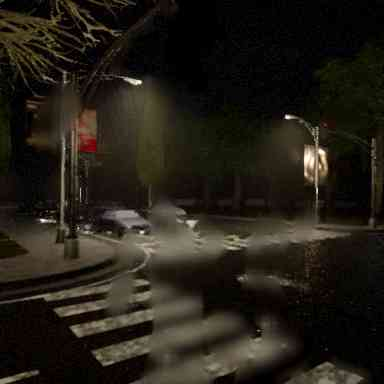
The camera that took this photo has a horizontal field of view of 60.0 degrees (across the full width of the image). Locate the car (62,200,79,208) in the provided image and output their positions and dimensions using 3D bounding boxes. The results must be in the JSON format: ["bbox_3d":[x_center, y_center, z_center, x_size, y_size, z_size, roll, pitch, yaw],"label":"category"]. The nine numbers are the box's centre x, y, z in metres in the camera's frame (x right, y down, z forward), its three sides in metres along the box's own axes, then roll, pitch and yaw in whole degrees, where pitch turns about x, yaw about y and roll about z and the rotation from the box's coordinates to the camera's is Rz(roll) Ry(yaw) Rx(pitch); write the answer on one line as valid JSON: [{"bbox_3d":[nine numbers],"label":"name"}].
[{"bbox_3d":[-22.565,2.168,61.669,1.812,1.442,4.674,1,-1,-35],"label":"car"}]

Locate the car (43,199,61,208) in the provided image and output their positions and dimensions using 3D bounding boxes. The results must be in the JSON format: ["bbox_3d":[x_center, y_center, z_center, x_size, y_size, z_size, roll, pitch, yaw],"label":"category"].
[{"bbox_3d":[-25.224,2.099,59.816,1.837,1.490,4.892,1,-1,-36],"label":"car"}]

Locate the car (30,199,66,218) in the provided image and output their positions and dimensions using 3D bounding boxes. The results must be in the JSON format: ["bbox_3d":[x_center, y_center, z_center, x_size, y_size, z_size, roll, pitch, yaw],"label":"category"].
[{"bbox_3d":[-14.739,1.771,33.935,1.837,1.490,4.892,1,-1,-36],"label":"car"}]

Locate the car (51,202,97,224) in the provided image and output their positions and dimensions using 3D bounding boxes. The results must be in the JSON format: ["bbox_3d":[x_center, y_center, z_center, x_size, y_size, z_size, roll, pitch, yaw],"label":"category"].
[{"bbox_3d":[-9.548,1.778,26.763,1.994,1.385,4.181,1,-1,-36],"label":"car"}]

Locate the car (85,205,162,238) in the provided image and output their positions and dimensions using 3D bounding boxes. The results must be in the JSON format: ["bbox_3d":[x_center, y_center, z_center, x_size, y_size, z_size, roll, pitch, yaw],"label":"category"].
[{"bbox_3d":[-4.127,1.712,19.279,2.033,1.411,5.357,1,-1,-36],"label":"car"}]

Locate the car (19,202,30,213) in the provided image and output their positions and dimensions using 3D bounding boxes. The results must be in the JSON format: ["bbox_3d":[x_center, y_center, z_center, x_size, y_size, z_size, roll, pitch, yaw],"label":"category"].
[{"bbox_3d":[-20.596,1.901,42.071,1.994,1.385,4.181,1,-1,-35],"label":"car"}]

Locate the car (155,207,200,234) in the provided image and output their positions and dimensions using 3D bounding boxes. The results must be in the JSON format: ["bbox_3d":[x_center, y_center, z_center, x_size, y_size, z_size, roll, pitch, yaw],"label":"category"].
[{"bbox_3d":[-1.449,1.705,21.144,2.128,1.511,4.902,1,-1,-36],"label":"car"}]

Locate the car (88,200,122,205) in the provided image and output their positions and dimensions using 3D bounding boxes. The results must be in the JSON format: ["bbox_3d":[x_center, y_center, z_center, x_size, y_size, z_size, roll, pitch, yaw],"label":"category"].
[{"bbox_3d":[-6.857,1.614,28.595,2.097,1.767,4.553,1,-1,-36],"label":"car"}]

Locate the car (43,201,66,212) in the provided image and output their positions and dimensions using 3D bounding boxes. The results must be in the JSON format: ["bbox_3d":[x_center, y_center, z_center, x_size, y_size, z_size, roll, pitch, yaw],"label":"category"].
[{"bbox_3d":[-18.661,1.921,44.949,1.812,1.442,4.674,1,-1,-36],"label":"car"}]

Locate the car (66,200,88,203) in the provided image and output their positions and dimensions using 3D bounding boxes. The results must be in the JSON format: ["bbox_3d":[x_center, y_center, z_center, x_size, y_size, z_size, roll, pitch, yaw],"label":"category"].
[{"bbox_3d":[-12.754,1.885,36.734,1.994,1.385,4.181,1,-1,-36],"label":"car"}]

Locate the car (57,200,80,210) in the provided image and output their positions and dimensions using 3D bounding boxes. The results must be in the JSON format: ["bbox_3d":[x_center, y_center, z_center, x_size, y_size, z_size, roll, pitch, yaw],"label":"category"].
[{"bbox_3d":[-19.206,2.042,51.513,2.033,1.411,5.357,1,-1,-36],"label":"car"}]

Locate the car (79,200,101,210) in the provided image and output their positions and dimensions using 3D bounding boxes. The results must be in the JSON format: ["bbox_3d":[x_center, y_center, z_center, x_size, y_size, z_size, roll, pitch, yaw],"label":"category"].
[{"bbox_3d":[-16.264,2.042,52.985,1.837,1.490,4.892,1,-2,-36],"label":"car"}]
